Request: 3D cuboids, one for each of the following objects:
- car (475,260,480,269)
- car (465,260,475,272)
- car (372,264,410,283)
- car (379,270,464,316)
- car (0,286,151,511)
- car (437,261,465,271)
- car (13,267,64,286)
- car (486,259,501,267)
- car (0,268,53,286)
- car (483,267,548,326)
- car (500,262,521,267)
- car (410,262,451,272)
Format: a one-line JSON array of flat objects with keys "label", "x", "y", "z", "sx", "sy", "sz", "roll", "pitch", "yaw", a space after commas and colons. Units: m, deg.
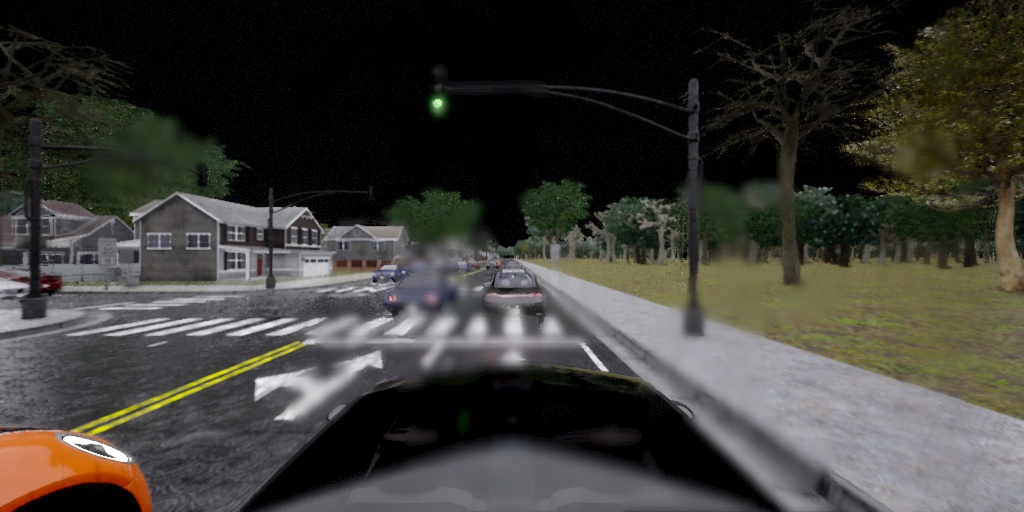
[{"label": "car", "x": -6.519, "y": 1.425, "z": 60.905, "sx": 1.882, "sy": 1.535, "sz": 5.008, "roll": 0, "pitch": 0, "yaw": 0}, {"label": "car", "x": -6.545, "y": 1.434, "z": 48.316, "sx": 1.812, "sy": 1.442, "sz": 4.674, "roll": 0, "pitch": 0, "yaw": 0}, {"label": "car", "x": -9.825, "y": 1.376, "z": 29.385, "sx": 1.812, "sy": 1.442, "sz": 4.674, "roll": 0, "pitch": 0, "yaw": 0}, {"label": "car", "x": -3.145, "y": 1.397, "z": 13.583, "sx": 1.895, "sy": 1.301, "sz": 4.718, "roll": 0, "pitch": 0, "yaw": 0}, {"label": "car", "x": -3.148, "y": 1.096, "z": 0.166, "sx": 2.097, "sy": 1.767, "sz": 4.553, "roll": 0, "pitch": 0, "yaw": 0}, {"label": "car", "x": -6.587, "y": 1.478, "z": 38.152, "sx": 1.895, "sy": 1.301, "sz": 4.718, "roll": 0, "pitch": 0, "yaw": 0}, {"label": "car", "x": -25.425, "y": 1.324, "z": 17.711, "sx": 5.008, "sy": 1.535, "sz": 1.882, "roll": 0, "pitch": 0, "yaw": 0}, {"label": "car", "x": -3.241, "y": 1.469, "z": 59.573, "sx": 1.812, "sy": 1.442, "sz": 4.674, "roll": 0, "pitch": 0, "yaw": 0}, {"label": "car", "x": -22.494, "y": 1.356, "z": 14.758, "sx": 4.674, "sy": 1.442, "sz": 1.812, "roll": 0, "pitch": 0, "yaw": 0}, {"label": "car", "x": 0.101, "y": 1.281, "z": 11.845, "sx": 2.128, "sy": 1.511, "sz": 4.902, "roll": 0, "pitch": 0, "yaw": 0}, {"label": "car", "x": 0.105, "y": 1.463, "z": 33.117, "sx": 1.895, "sy": 1.301, "sz": 4.718, "roll": 0, "pitch": 0, "yaw": 0}, {"label": "car", "x": -6.592, "y": 1.414, "z": 29.401, "sx": 1.994, "sy": 1.385, "sz": 4.181, "roll": 0, "pitch": 0, "yaw": 0}]
